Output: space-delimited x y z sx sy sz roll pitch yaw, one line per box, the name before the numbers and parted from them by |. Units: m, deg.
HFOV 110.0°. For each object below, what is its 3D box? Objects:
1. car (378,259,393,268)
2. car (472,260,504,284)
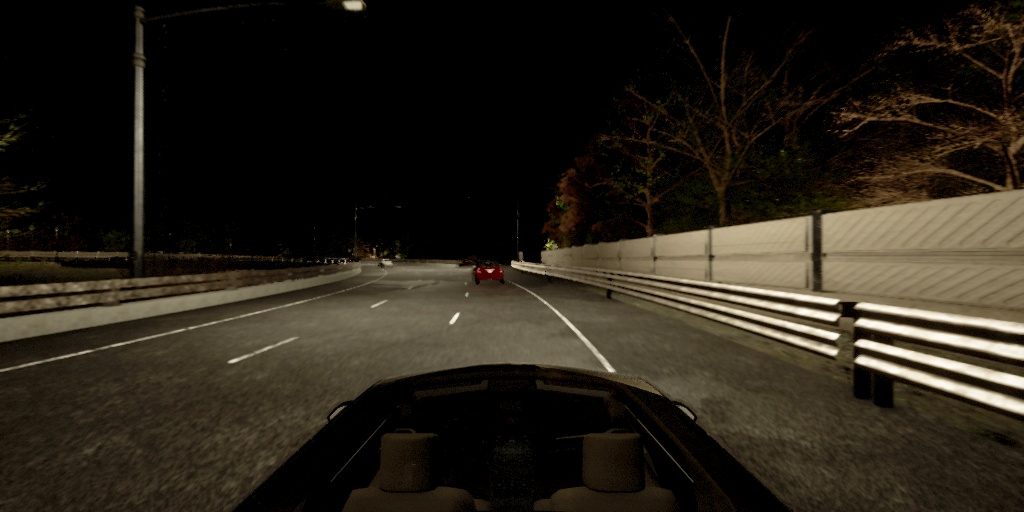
car | -21.572 1.267 61.046 1.812 1.442 4.674 0 0 -30
car | -1.936 1.124 27.619 2.097 1.767 4.553 0 0 -10
